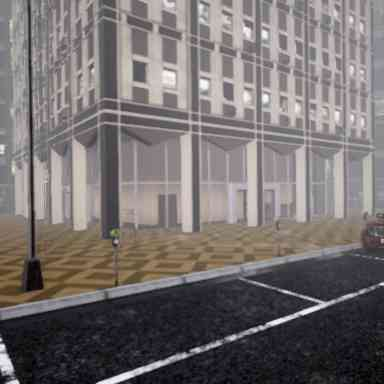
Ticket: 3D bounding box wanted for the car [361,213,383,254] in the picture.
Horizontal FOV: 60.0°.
[{"bbox_3d":[8.373,1.295,12.425,5.009,1.841,2.192,0,-1,-36],"label":"car"}]
